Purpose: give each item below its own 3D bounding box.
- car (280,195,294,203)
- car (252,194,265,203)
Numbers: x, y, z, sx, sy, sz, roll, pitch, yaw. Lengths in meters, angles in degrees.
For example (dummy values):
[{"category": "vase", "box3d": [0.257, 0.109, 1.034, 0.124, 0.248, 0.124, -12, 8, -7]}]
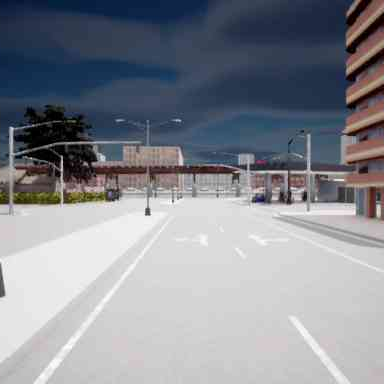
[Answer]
[{"category": "car", "box3d": [18.955, 1.430, 66.403, 1.970, 1.475, 3.806, 0, 0, 0]}, {"category": "car", "box3d": [13.210, 1.269, 65.641, 2.242, 1.667, 4.611, 0, 0, 0]}]
